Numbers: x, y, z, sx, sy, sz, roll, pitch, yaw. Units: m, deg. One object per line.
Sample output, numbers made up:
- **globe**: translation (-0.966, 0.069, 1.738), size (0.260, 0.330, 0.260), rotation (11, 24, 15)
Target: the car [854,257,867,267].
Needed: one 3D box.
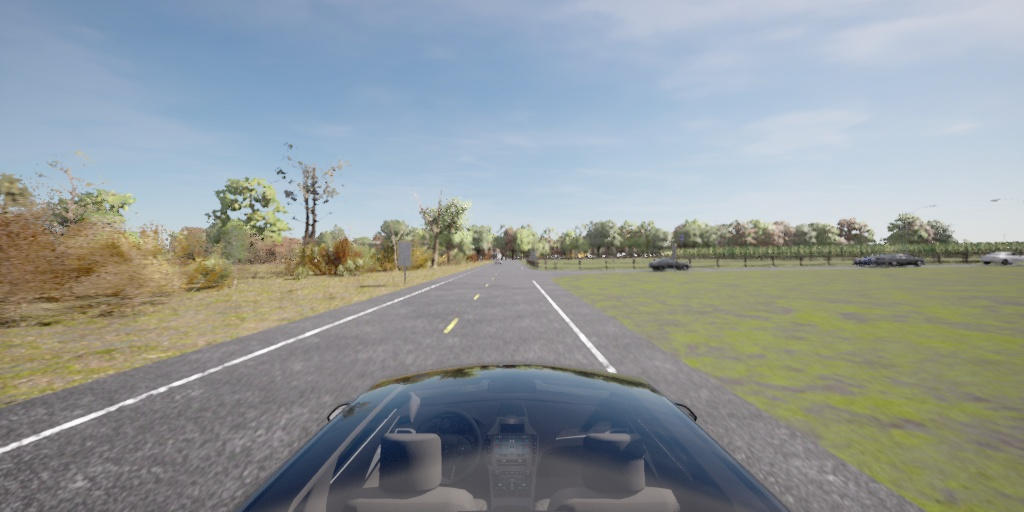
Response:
- **car**: translation (45.780, 0.556, 44.906), size (5.008, 1.535, 1.882), rotation (-1, -1, 0)

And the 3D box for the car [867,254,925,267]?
- **car**: translation (45.464, 0.542, 42.099), size (4.902, 1.511, 2.128), rotation (-1, -1, 0)

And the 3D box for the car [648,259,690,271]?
- **car**: translation (18.338, 1.010, 41.946), size (4.674, 1.442, 1.812), rotation (-1, -1, 0)
